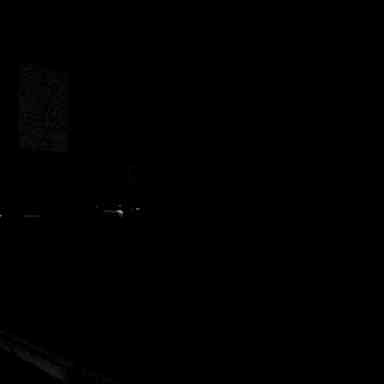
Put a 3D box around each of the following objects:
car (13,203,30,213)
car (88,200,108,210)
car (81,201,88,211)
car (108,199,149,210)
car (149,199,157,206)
[{"bbox_3d":[-19.718,1.916,38.837,1.994,1.385,4.181,-1,0,38],"label":"car"},{"bbox_3d":[-13.928,1.861,46.048,2.033,1.411,5.357,-1,0,39],"label":"car"},{"bbox_3d":[-15.353,1.863,38.677,2.033,1.411,5.357,-1,0,39],"label":"car"},{"bbox_3d":[-8.826,1.754,46.809,1.837,1.490,4.892,-1,0,39],"label":"car"},{"bbox_3d":[-7.680,1.770,53.833,1.994,1.385,4.181,-1,0,38],"label":"car"}]
